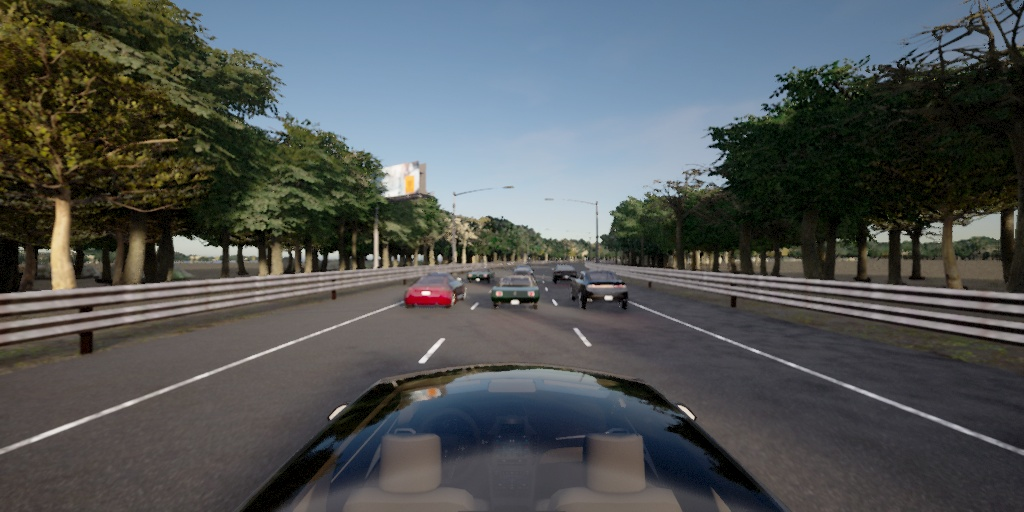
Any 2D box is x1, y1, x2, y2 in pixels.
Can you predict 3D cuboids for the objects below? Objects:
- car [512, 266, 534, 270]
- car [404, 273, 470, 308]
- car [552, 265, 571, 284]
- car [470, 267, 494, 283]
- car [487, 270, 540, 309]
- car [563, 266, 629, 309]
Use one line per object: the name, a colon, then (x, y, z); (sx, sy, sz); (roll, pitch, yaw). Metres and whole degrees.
car: (0.954, 1.549, 30.815); (1.812, 1.442, 4.674); (0, 0, 4)
car: (-3.297, 1.446, 16.032); (1.994, 1.385, 4.181); (0, 0, 2)
car: (4.453, 1.501, 30.671); (1.882, 1.535, 5.008); (0, 0, 4)
car: (-2.564, 1.623, 30.770); (1.895, 1.301, 4.718); (0, -1, 4)
car: (0.192, 1.481, 15.743); (1.895, 1.301, 4.718); (0, 0, 2)
car: (3.699, 1.375, 15.823); (2.128, 1.511, 4.902); (0, 0, 2)
